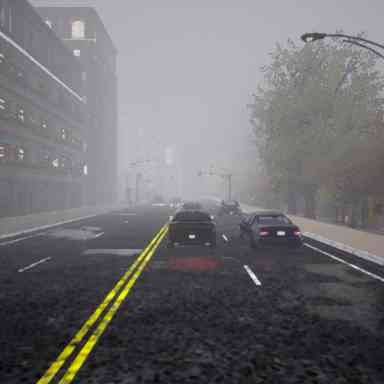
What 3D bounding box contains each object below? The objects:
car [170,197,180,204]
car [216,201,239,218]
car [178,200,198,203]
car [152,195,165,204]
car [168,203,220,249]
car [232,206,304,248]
[{"bbox_3d":[-3.251,1.621,64.651,1.994,1.385,4.181,0,0,0],"label":"car"},{"bbox_3d":[3.250,1.496,29.650,2.128,1.511,4.902,0,0,0],"label":"car"},{"bbox_3d":[-0.001,1.574,29.650,1.994,1.385,4.181,0,0,0],"label":"car"},{"bbox_3d":[-6.500,1.425,64.681,2.097,1.767,4.553,0,0,0],"label":"car"},{"bbox_3d":[-0.001,1.484,14.650,1.882,1.535,5.008,0,0,0],"label":"car"},{"bbox_3d":[3.249,1.562,14.650,2.033,1.411,5.357,0,0,0],"label":"car"}]
